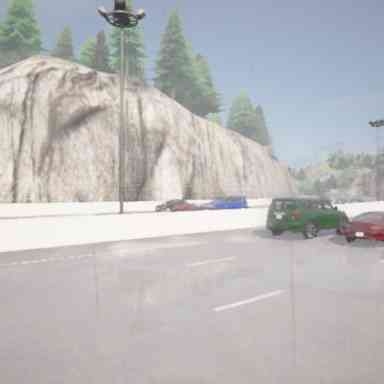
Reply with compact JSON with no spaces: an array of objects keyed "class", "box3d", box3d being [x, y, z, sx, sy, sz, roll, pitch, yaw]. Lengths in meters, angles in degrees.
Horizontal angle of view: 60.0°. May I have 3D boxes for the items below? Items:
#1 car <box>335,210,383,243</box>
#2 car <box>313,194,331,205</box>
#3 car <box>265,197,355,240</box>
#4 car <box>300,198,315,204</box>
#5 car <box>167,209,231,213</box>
[{"class":"car","box3d":[8.696,1.595,15.295,4.674,1.442,1.812,0,0,-41]},{"class":"car","box3d":[26.283,1.507,66.907,2.150,2.045,5.566,0,0,34]},{"class":"car","box3d":[6.233,1.297,17.742,5.566,2.045,2.150,0,0,-40]},{"class":"car","box3d":[24.686,1.881,70.904,1.895,1.301,4.718,0,0,33]},{"class":"car","box3d":[0.641,1.706,27.045,4.718,1.301,1.895,0,0,-41]}]
